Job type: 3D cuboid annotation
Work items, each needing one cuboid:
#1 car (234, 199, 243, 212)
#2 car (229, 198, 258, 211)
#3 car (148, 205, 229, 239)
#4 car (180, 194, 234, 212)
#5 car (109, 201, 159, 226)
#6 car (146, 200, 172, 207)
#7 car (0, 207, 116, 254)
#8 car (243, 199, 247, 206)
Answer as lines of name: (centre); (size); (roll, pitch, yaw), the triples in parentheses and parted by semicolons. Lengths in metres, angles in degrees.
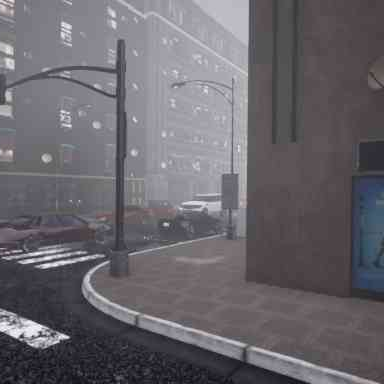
car: (3.141, 1.223, 35.954); (2.192, 1.841, 5.009); (1, 1, 35)
car: (6.348, 1.483, 40.530); (1.802, 1.307, 4.206); (1, 1, 35)
car: (-0.041, 1.599, 17.708); (1.947, 1.339, 4.313); (1, 1, 35)
car: (1.187, 1.171, 28.880); (2.150, 2.045, 5.566); (1, 1, 35)
car: (-4.489, 1.487, 20.797); (1.812, 1.442, 4.674); (1, 1, 35)
car: (-3.280, 1.362, 26.807); (1.967, 1.590, 4.097); (1, 1, 35)
car: (-5.738, 1.549, 13.749); (2.033, 1.411, 5.357); (1, 0, 38)
car: (7.062, 1.289, 37.234); (2.097, 1.767, 4.553); (1, 1, 35)
